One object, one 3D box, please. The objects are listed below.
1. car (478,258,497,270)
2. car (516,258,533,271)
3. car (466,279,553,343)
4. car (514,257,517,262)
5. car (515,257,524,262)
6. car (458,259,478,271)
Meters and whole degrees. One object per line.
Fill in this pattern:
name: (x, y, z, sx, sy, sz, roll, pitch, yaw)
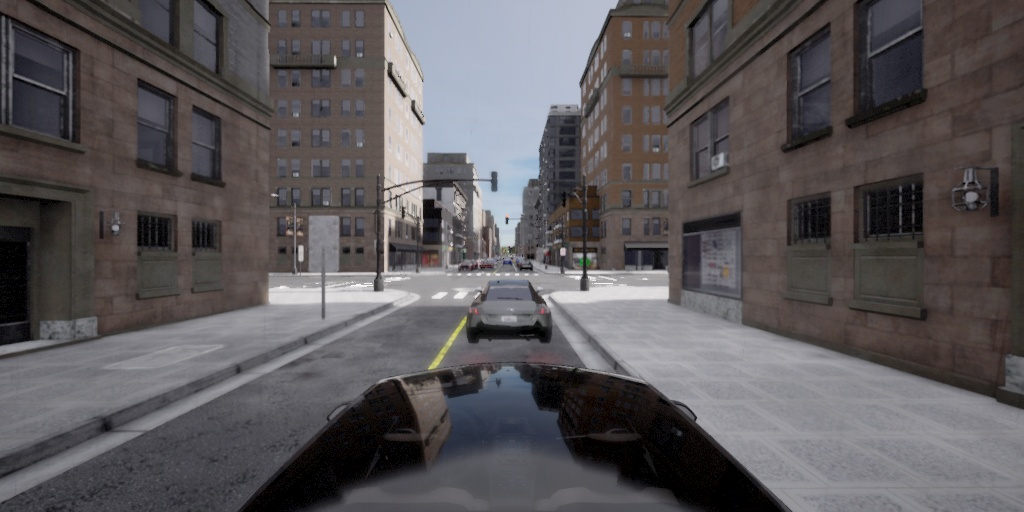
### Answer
car: (-3.609, 1.352, 52.088, 1.895, 1.301, 4.718, 0, 0, 0)
car: (1.899, 1.315, 48.708, 1.948, 1.339, 4.313, 0, 0, 0)
car: (-0.070, 1.307, 9.636, 1.994, 1.385, 4.181, 0, 0, 0)
car: (1.764, 1.331, 65.240, 1.948, 1.339, 4.313, 0, 0, 0)
car: (1.809, 1.340, 59.730, 1.802, 1.307, 4.207, 0, 0, 0)
car: (-6.125, 1.189, 48.643, 1.967, 1.591, 4.097, 0, 0, 0)
